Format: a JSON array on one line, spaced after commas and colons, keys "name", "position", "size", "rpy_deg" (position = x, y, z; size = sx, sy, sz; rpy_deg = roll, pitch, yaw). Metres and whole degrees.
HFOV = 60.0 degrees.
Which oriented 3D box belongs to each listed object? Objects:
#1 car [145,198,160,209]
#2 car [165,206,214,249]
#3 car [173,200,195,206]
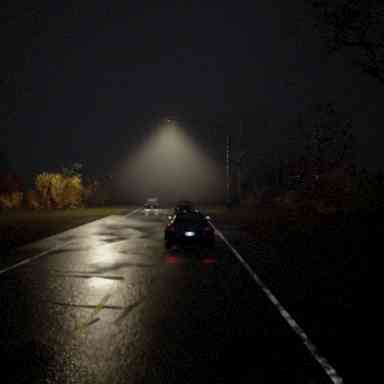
[{"name": "car", "position": [-5.239, 1.505, 44.240], "size": [2.033, 1.411, 5.357], "rpy_deg": [0, 0, -4]}, {"name": "car", "position": [-0.137, 1.543, 14.547], "size": [1.994, 1.385, 4.181], "rpy_deg": [0, 0, -1]}, {"name": "car", "position": [-0.728, 1.488, 30.572], "size": [1.812, 1.442, 4.674], "rpy_deg": [0, 0, -3]}]
